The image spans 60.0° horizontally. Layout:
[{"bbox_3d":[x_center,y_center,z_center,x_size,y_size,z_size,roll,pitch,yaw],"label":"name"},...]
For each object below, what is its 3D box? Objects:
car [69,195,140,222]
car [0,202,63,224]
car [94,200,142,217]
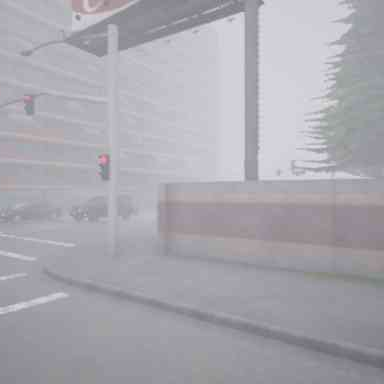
[{"bbox_3d":[-7.157,1.264,27.035,2.150,2.045,5.566,0,0,35],"label":"car"},{"bbox_3d":[-12.436,1.553,25.621,1.837,1.490,4.892,0,0,35],"label":"car"},{"bbox_3d":[-7.209,1.574,33.010,1.812,1.442,4.674,0,0,35],"label":"car"}]
